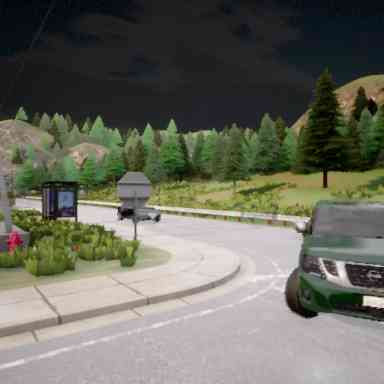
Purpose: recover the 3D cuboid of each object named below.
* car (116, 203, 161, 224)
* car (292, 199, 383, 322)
[{"bbox_3d":[-4.064,1.491,24.929,2.128,1.511,4.902,0,0,-34],"label":"car"},{"bbox_3d":[3.586,1.221,7.351,2.150,2.045,5.566,2,1,20],"label":"car"}]
